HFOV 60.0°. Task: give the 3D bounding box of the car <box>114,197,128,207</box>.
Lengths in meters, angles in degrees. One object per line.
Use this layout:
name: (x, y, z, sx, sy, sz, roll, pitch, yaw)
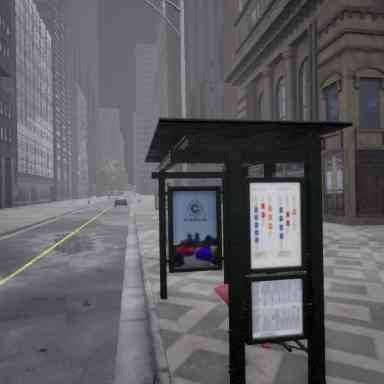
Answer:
car: (-10.987, 1.494, 51.500, 1.882, 1.535, 5.008, -1, 0, -10)
